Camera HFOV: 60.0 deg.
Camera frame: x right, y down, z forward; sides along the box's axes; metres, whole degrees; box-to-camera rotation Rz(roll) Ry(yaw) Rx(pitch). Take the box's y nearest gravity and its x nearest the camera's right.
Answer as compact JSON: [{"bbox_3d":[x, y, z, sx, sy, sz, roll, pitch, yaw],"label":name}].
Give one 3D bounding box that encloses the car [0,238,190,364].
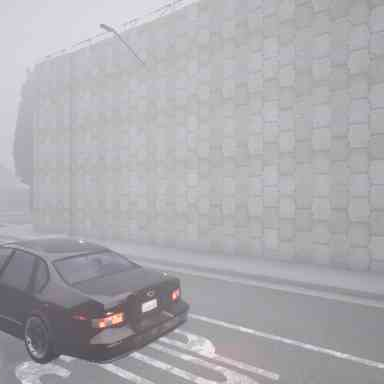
[{"bbox_3d":[-2.611,1.547,5.841,5.357,1.411,2.033,0,0,35],"label":"car"}]
